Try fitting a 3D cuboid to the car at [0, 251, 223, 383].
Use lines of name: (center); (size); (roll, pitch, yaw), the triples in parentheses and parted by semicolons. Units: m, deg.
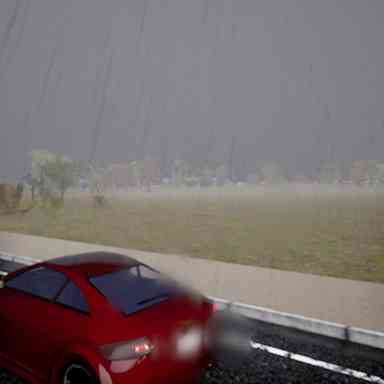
car: (-1.663, 1.575, 4.718); (4.181, 1.385, 1.994); (0, 0, 35)
